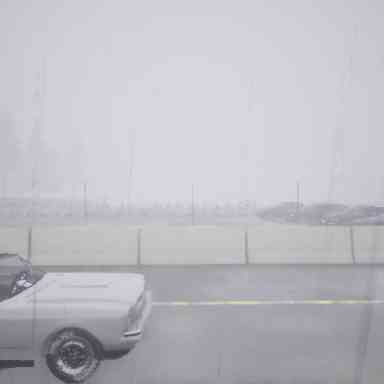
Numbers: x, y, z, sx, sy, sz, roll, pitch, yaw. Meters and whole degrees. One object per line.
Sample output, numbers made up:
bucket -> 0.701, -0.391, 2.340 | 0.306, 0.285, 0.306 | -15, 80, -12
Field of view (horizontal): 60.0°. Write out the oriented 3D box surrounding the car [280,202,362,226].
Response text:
car -> 8.749, 1.475, 22.745 | 4.892, 1.490, 1.837 | 0, 0, -1

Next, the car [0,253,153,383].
car -> -2.946, 1.599, 4.740 | 4.718, 1.301, 1.895 | 0, 0, -1

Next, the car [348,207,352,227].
car -> 9.976, 1.513, 15.775 | 4.674, 1.442, 1.812 | 0, 0, -1
